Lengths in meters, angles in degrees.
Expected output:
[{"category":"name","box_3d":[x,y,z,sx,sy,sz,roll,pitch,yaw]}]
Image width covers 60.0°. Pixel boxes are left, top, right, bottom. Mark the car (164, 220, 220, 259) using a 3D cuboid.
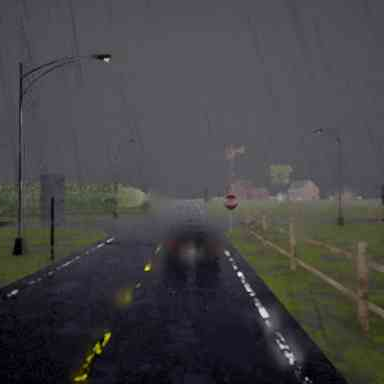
[{"category":"car","box_3d":[0.020,1.747,13.236,1.895,1.301,4.718,0,-1,1]}]
